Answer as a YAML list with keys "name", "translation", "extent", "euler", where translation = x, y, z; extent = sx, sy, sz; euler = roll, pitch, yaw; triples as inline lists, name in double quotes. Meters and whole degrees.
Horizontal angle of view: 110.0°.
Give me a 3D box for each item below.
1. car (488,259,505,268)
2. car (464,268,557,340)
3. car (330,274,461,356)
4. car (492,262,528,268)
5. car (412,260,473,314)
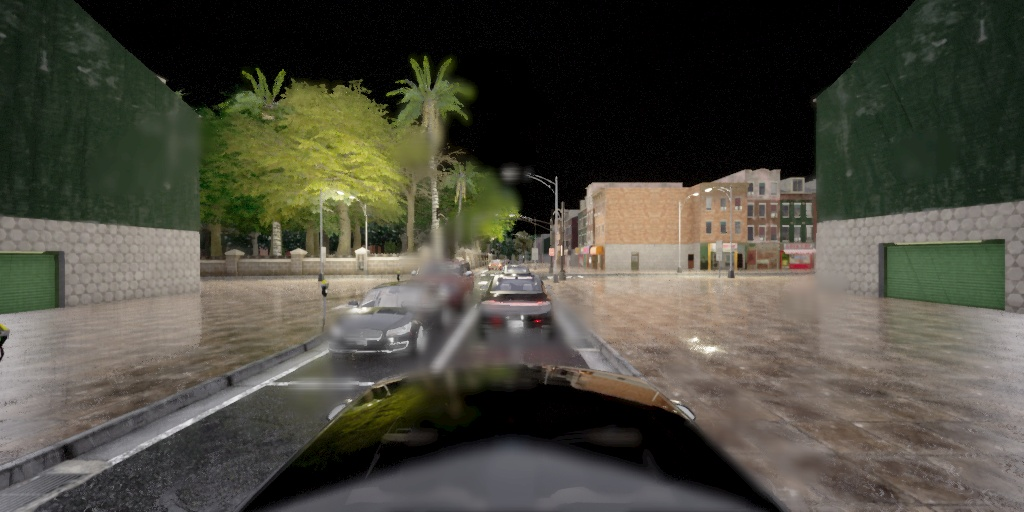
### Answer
- name: "car"
  translation: [-2.411, 1.295, 52.117]
  extent: [1.967, 1.591, 4.097]
  euler: [0, 0, 0]
- name: "car"
  translation: [0.132, 1.243, 10.009]
  extent: [2.128, 1.511, 4.902]
  euler: [0, 0, 0]
- name: "car"
  translation: [-2.610, 1.301, 8.508]
  extent: [2.007, 1.370, 4.403]
  euler: [0, 0, 0]
- name: "car"
  translation: [0.182, 1.252, 19.409]
  extent: [2.128, 1.511, 4.902]
  euler: [0, 0, -2]
- name: "car"
  translation: [-2.585, 1.069, 13.971]
  extent: [2.192, 1.841, 5.009]
  euler: [0, 0, 0]
